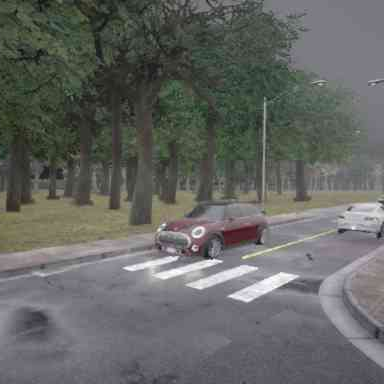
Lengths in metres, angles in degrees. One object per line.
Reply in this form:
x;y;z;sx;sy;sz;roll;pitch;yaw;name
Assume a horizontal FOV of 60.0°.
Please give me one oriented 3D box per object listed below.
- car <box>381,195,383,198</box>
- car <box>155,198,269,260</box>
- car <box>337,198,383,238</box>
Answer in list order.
19.569;0.953;32.820;1.895;1.301;4.718;1;2;42;car
0.850;1.149;11.800;2.097;1.767;4.553;1;2;42;car
8.415;1.239;15.867;1.812;1.442;4.674;1;2;42;car
